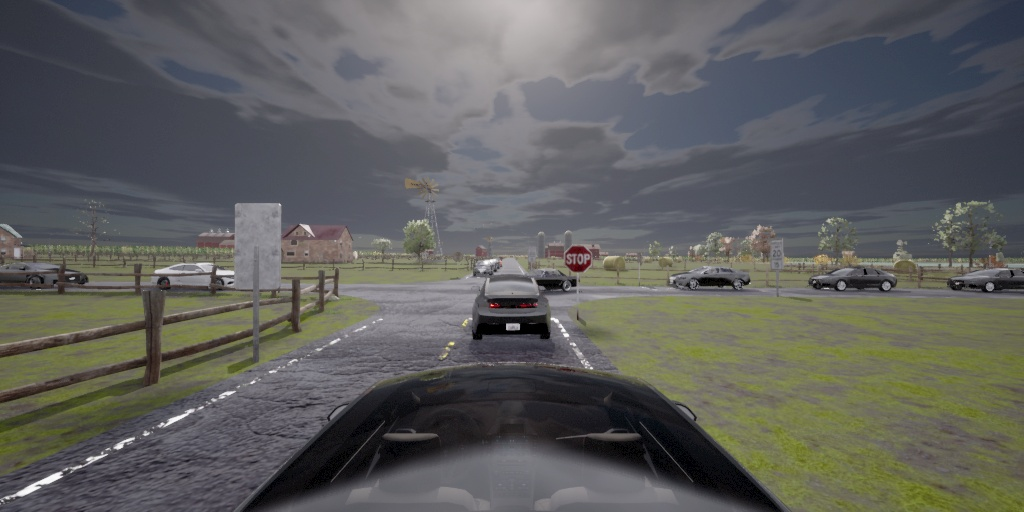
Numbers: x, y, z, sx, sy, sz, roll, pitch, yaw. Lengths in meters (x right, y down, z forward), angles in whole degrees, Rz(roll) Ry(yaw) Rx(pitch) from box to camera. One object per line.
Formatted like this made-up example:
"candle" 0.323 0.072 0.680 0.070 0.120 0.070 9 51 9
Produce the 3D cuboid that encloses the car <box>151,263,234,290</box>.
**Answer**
"car" -17.250 1.104 19.968 4.674 1.442 1.812 1 -1 -1

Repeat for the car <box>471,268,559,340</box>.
"car" -0.077 1.256 10.018 1.837 1.490 4.892 0 0 -2

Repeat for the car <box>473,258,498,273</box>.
"car" -2.873 1.243 36.704 2.128 1.511 4.902 0 0 0

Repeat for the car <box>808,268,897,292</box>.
"car" 22.192 1.499 23.473 4.892 1.490 1.837 1 -1 -1

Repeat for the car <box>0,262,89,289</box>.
"car" -26.370 1.048 19.843 4.181 1.385 1.994 1 -1 -1

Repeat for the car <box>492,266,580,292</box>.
"car" 1.493 1.369 20.065 4.718 1.301 1.895 1 0 -35

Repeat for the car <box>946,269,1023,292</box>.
"car" 31.694 1.587 23.597 4.892 1.490 1.837 1 -1 -1

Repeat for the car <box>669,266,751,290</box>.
"car" 12.790 1.397 23.298 4.902 1.511 2.128 1 -1 -2

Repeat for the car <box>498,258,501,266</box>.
"car" -2.869 1.241 46.150 2.128 1.511 4.902 0 0 0
